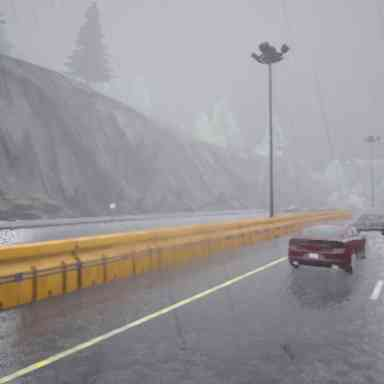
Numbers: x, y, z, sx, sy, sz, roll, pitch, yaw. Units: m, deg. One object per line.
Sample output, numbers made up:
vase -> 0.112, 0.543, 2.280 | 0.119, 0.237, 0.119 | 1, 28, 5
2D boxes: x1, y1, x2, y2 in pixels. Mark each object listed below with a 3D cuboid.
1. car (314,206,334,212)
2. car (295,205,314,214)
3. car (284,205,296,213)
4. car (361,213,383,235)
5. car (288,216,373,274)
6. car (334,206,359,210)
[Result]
car -> 24.379, 3.185, 59.011 | 5.357, 1.411, 2.033 | 1, -2, -43
car -> 21.789, 3.222, 61.372 | 4.902, 1.511, 2.128 | 1, -2, -44
car -> 19.703, 3.299, 64.242 | 5.008, 1.535, 1.882 | 1, -2, -43
car -> 12.745, 2.184, 23.394 | 2.033, 1.411, 5.357 | -2, -2, 35
car -> 5.053, 1.818, 12.029 | 1.882, 1.535, 5.008 | -2, -2, 35
car -> 26.659, 3.093, 56.347 | 5.357, 1.411, 2.033 | 1, -2, -43
